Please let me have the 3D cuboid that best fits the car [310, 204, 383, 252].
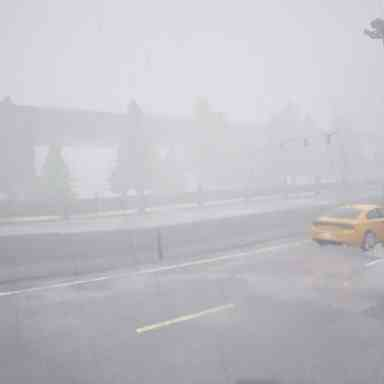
[{"bbox_3d":[6.692,1.217,12.970,5.008,1.535,1.882,-4,2,-35],"label":"car"}]
